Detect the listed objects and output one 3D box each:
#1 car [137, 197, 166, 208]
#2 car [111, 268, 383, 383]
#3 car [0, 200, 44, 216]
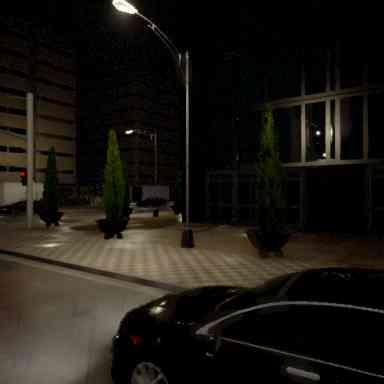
[{"bbox_3d":[-5.951,1.530,49.479,1.882,1.535,5.008,0,0,35],"label":"car"},{"bbox_3d":[1.330,1.504,3.043,4.892,1.490,1.837,0,0,36],"label":"car"},{"bbox_3d":[-17.027,1.557,33.801,1.837,1.490,4.892,0,0,35],"label":"car"}]
